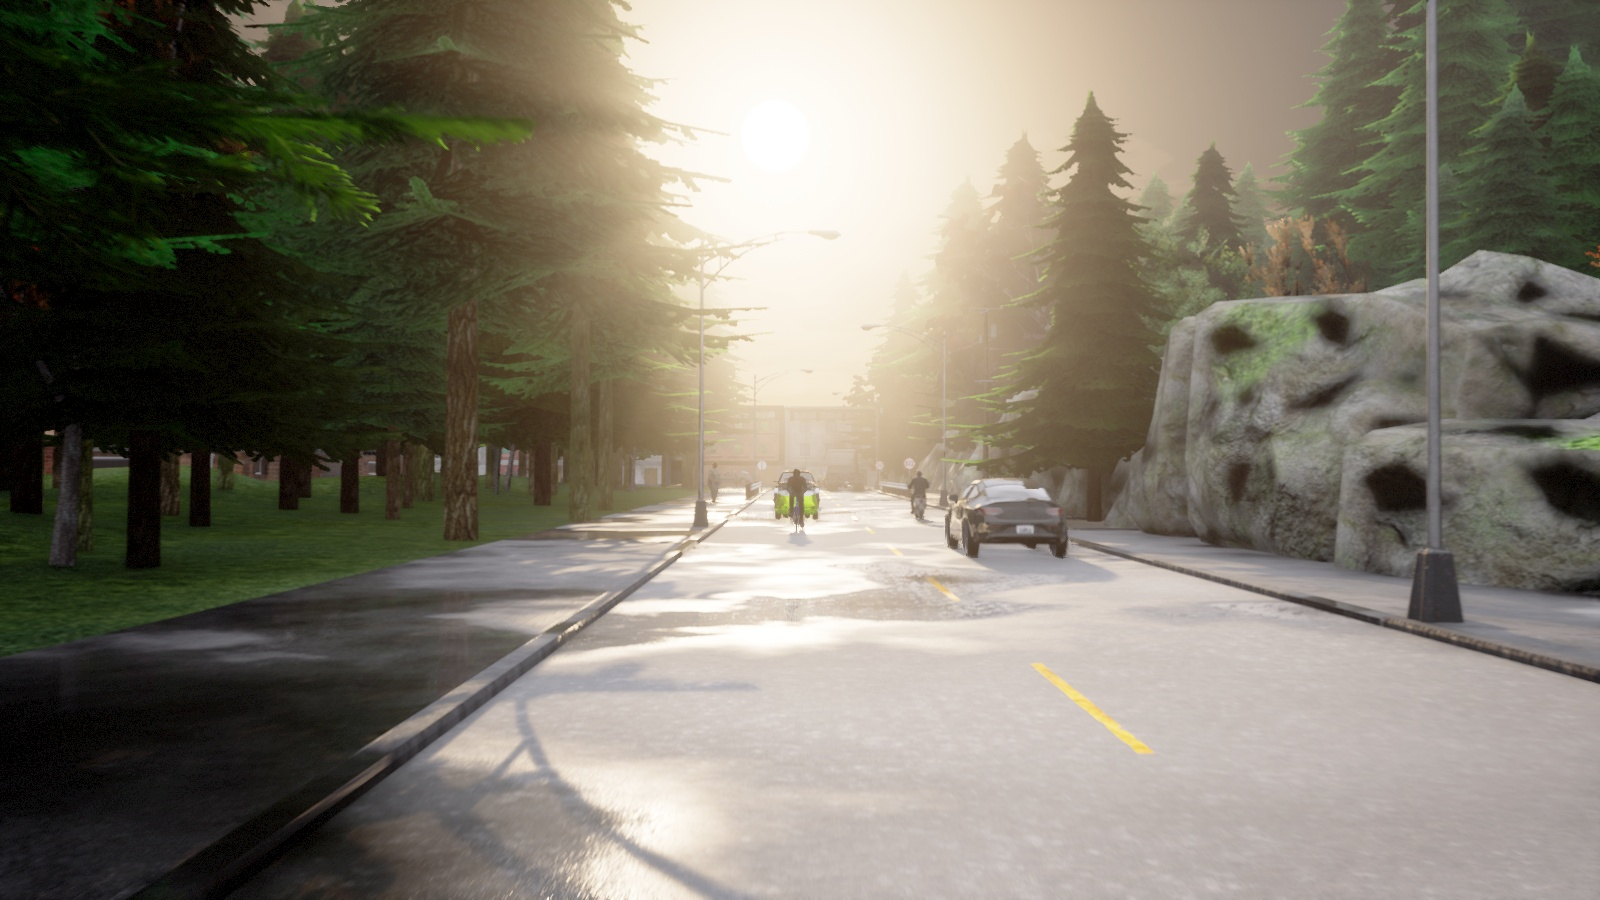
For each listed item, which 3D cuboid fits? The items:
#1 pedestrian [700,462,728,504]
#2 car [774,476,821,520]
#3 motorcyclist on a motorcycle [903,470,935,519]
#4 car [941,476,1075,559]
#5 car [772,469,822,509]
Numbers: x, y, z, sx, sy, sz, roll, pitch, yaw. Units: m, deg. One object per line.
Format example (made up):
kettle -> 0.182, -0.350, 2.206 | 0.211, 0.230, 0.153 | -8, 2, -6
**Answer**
pedestrian -> -3.884, 1.493, 56.917 | 0.900, 1.855, 0.874 | -1, -1, 44
car -> -0.096, 1.552, 40.747 | 1.481, 1.376, 2.207 | 0, -1, 0
motorcyclist on a motorcycle -> 3.902, 1.444, 41.344 | 0.866, 1.590, 1.817 | 0, -1, 0
car -> 3.942, 1.235, 24.541 | 1.812, 1.442, 4.674 | 0, -1, 0
car -> -0.128, 1.654, 54.305 | 2.033, 1.649, 4.856 | 0, -1, 0
